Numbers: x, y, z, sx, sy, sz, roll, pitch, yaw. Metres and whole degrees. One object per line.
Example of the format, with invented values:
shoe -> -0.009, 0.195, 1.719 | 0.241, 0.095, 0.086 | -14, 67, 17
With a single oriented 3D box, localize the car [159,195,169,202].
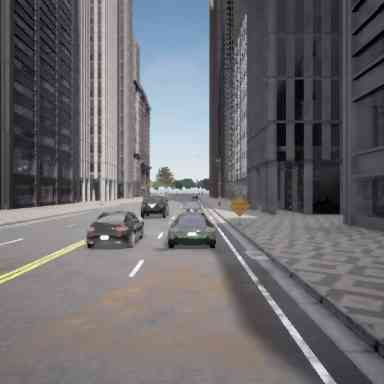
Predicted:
car -> -6.500, 1.473, 76.710 | 1.837, 1.490, 4.892 | 0, 0, 0

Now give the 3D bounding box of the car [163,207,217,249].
car -> 0.000, 1.574, 14.650 | 1.994, 1.385, 4.181 | 0, 0, 0

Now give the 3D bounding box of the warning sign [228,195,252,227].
warning sign -> 2.851, 1.117, 19.847 | 1.300, 1.860, 1.060 | 0, 0, 0

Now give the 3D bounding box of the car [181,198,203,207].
car -> 0.000, 1.571, 29.650 | 2.033, 1.411, 5.357 | 0, 0, 0

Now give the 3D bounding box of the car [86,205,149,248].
car -> -3.249, 1.535, 14.650 | 1.812, 1.442, 4.674 | 0, 0, 0

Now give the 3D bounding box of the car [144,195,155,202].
car -> -9.750, 1.473, 76.710 | 1.837, 1.490, 4.892 | 0, 0, 0

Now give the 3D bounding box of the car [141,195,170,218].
car -> -3.250, 1.265, 29.681 | 2.150, 2.045, 5.566 | 0, 0, 0
